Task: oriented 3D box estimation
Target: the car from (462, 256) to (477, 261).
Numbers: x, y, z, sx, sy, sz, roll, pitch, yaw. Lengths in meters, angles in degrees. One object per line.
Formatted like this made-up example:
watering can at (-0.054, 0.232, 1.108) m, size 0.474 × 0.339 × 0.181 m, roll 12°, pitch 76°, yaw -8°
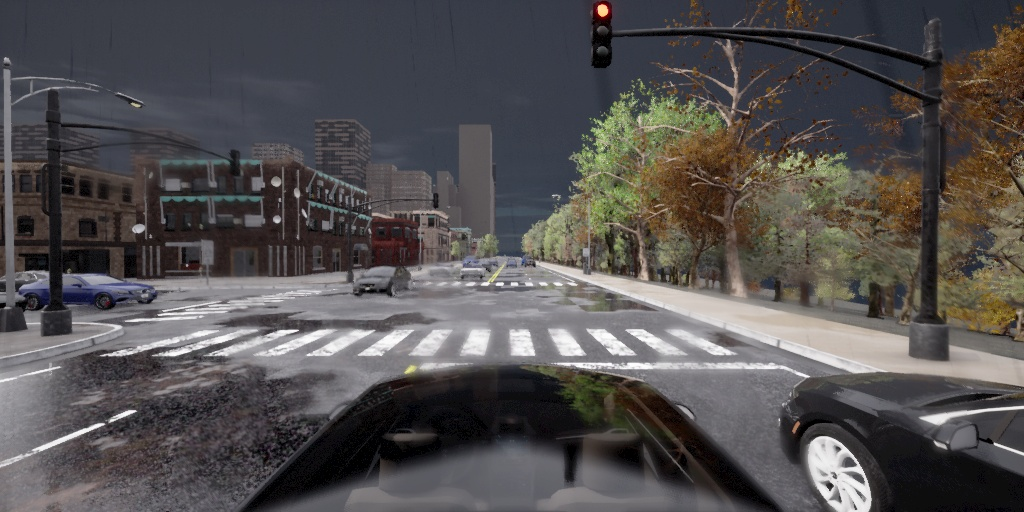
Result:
car at (-6.717, 0.950, 58.148) m, size 2.150 × 2.045 × 5.566 m, roll 0°, pitch 0°, yaw 0°

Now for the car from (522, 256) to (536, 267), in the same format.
car at (3.197, 1.231, 63.632) m, size 1.837 × 1.490 × 4.892 m, roll 0°, pitch 0°, yaw 0°

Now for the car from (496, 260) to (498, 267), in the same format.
car at (-3.435, 1.273, 64.337) m, size 2.033 × 1.411 × 5.357 m, roll 0°, pitch 0°, yaw 0°

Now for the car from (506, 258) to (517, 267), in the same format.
car at (-0.053, 1.273, 63.930) m, size 2.033 × 1.411 × 5.357 m, roll 0°, pitch 0°, yaw 0°

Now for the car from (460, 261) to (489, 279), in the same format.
car at (-3.426, 1.341, 32.059) m, size 1.895 × 1.301 × 4.718 m, roll 0°, pitch 0°, yaw 0°

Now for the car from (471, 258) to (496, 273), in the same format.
car at (-3.457, 1.281, 44.150) m, size 2.033 × 1.411 × 5.357 m, roll 0°, pitch 0°, yaw 0°

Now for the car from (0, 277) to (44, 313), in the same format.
car at (-19.974, 1.564, 12.606) m, size 4.313 × 1.339 × 1.948 m, roll 0°, pitch 0°, yaw 0°

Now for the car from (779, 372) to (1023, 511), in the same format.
car at (3.366, 1.255, 1.232) m, size 1.837 × 1.490 × 4.892 m, roll 0°, pitch 0°, yaw -2°

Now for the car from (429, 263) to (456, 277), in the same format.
car at (-6.682, 1.340, 34.774) m, size 1.895 × 1.301 × 4.718 m, roll 0°, pitch 0°, yaw 0°

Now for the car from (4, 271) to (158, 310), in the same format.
car at (-18.096, 1.475, 15.346) m, size 4.674 × 1.442 × 1.812 m, roll -1°, pitch 1°, yaw -1°

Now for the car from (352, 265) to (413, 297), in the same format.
car at (-6.643, 1.251, 18.879) m, size 1.837 × 1.490 × 4.892 m, roll 0°, pitch 0°, yaw 0°
